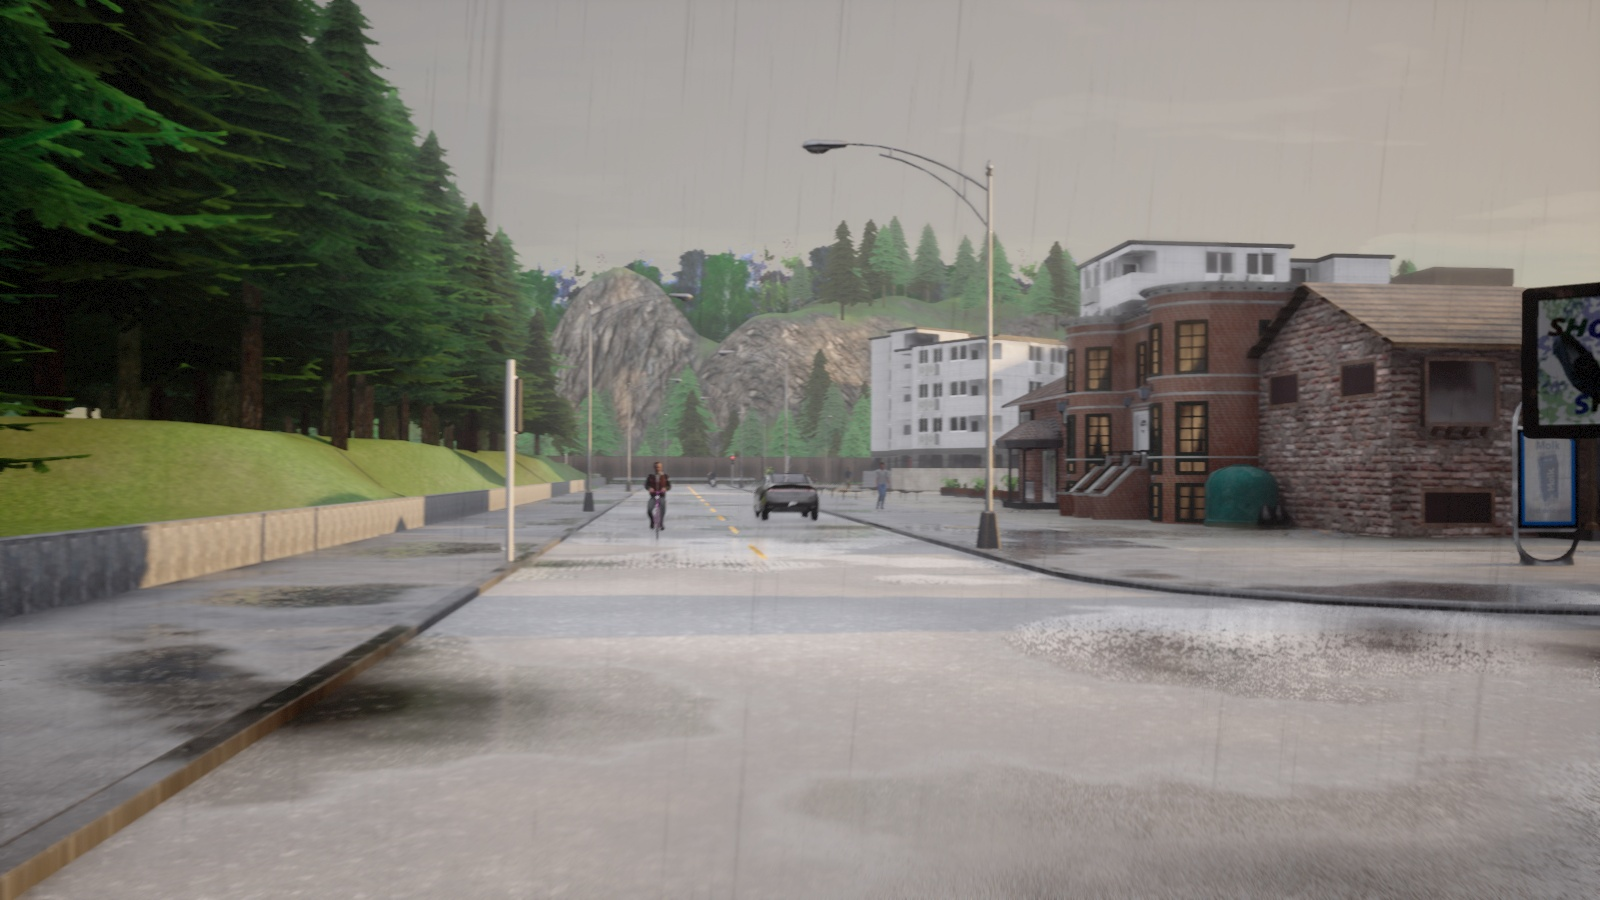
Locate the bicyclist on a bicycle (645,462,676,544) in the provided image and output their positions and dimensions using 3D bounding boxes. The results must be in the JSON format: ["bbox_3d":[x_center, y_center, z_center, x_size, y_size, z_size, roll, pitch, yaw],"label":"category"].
[{"bbox_3d":[-3.097,1.167,28.043,0.659,1.776,1.843,0,-1,-6],"label":"bicyclist on a bicycle"}]

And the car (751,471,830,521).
[{"bbox_3d":[-0.380,1.463,41.121,2.128,1.511,4.902,0,-1,-6],"label":"car"}]

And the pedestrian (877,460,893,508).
[{"bbox_3d":[3.310,1.327,48.685,0.354,1.836,0.706,0,-1,-20],"label":"pedestrian"}]
